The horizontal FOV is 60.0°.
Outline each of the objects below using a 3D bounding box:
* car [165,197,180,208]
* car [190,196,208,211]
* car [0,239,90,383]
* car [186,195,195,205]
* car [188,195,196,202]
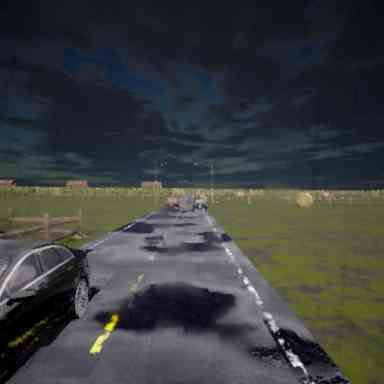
[{"bbox_3d":[-2.807,1.512,47.877,1.882,1.535,5.008,0,0,0],"label":"car"},{"bbox_3d":[0.974,1.558,41.887,1.812,1.442,4.674,0,0,0],"label":"car"},{"bbox_3d":[-2.849,1.496,4.489,2.128,1.511,4.902,0,0,0],"label":"car"},{"bbox_3d":[0.017,1.532,60.965,2.128,1.511,4.902,0,0,0],"label":"car"},{"bbox_3d":[0.021,1.468,76.937,1.882,1.535,5.008,0,0,0],"label":"car"}]
